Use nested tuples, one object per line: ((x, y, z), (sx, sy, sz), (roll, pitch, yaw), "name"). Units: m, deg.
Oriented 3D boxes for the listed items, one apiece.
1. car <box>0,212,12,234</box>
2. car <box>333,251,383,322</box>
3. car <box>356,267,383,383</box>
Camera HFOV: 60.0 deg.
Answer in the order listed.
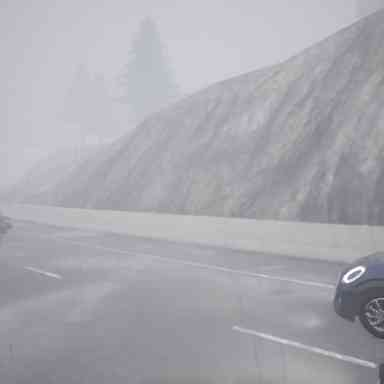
((-11.728, 1.542, 18.361), (5.357, 1.411, 2.033), (0, 0, 43), "car")
((4.653, 1.369, 5.066), (4.553, 1.767, 2.097), (0, 0, 35), "car")
((3.512, 1.536, 1.555), (4.674, 1.442, 1.812), (0, 0, 35), "car")
